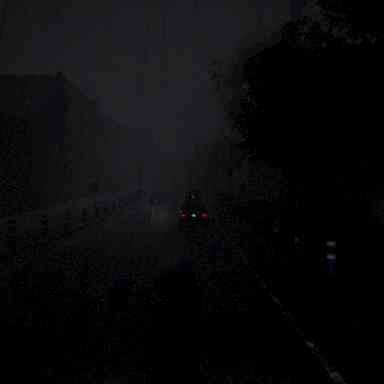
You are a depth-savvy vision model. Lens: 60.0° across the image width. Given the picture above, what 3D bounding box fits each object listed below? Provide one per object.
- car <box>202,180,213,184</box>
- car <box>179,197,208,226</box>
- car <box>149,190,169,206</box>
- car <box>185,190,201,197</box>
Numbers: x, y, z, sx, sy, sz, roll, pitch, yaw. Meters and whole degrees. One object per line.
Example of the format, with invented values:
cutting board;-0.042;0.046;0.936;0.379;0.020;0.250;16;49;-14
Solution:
car;3.133;-2.429;77.811;1.994;1.385;4.181;2;5;42
car;0.103;1.339;21.925;2.033;1.411;5.357;0;2;0
car;-3.584;0.622;36.837;2.128;1.511;4.902;0;3;0
car;0.112;0.368;41.884;1.994;1.385;4.181;0;4;0
